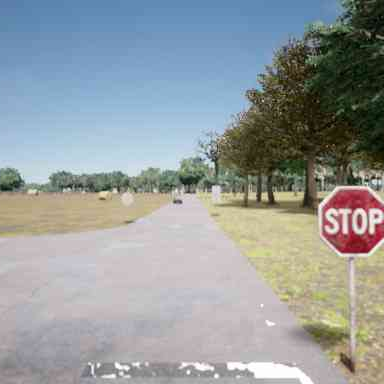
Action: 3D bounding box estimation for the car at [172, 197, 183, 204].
[{"bbox_3d":[-2.762,1.690,64.140,1.895,1.301,4.718,0,0,0],"label":"car"}]
